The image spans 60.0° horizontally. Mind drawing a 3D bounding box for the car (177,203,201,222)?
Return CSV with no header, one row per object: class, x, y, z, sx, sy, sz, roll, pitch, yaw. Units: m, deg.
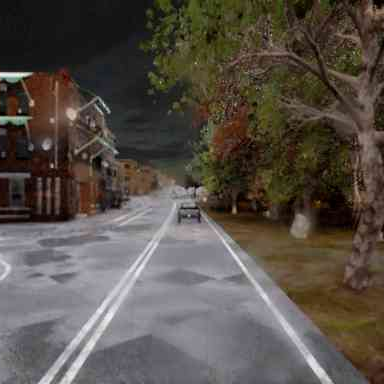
car,-0.261,1.641,28.209,2.128,1.511,4.902,0,0,-1
